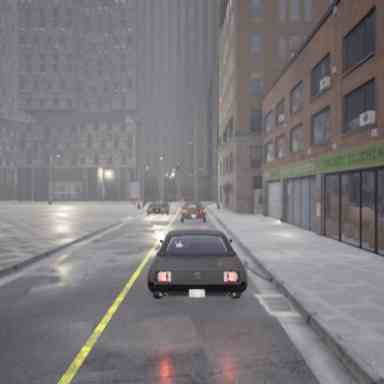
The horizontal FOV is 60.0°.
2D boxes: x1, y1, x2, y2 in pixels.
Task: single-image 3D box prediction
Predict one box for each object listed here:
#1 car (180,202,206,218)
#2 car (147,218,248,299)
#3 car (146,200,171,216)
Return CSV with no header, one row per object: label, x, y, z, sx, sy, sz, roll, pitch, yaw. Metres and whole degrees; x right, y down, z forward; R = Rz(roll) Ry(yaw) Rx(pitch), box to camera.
car,0.098,1.456,24.991,1.812,1.442,4.674,0,0,0
car,0.099,1.577,8.349,1.895,1.301,4.718,0,0,0
car,-3.091,1.476,31.308,1.994,1.385,4.181,0,0,0
